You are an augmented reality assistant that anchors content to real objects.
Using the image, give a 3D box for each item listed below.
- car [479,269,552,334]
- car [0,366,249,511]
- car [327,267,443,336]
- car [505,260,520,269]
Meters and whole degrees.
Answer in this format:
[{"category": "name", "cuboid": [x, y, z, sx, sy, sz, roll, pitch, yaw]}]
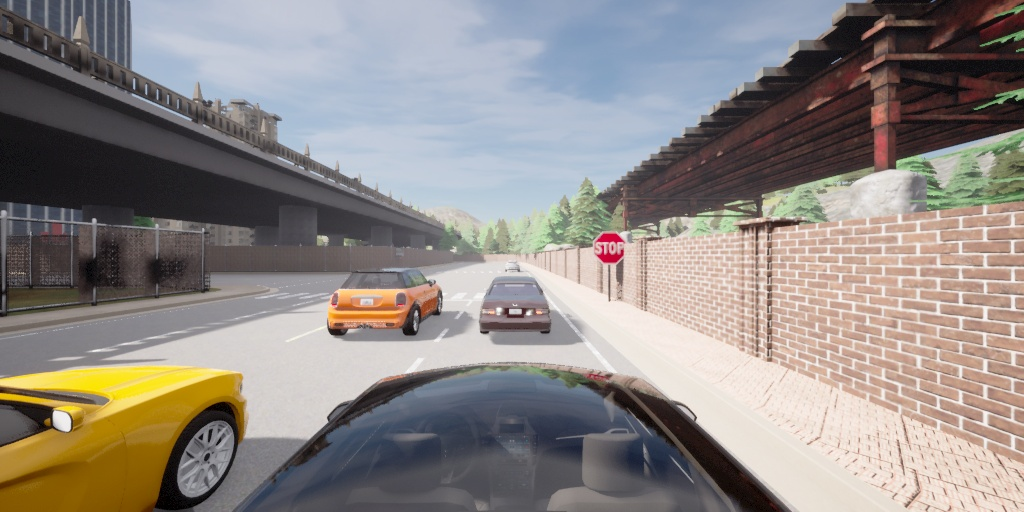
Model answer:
[{"category": "car", "cuboid": [0.074, 1.297, 10.600, 2.033, 1.411, 5.357, 0, 0, 0]}, {"category": "car", "cuboid": [-3.398, 1.228, 1.319, 1.882, 1.535, 5.008, 0, 0, 0]}, {"category": "car", "cuboid": [-3.427, 1.102, 10.576, 2.097, 1.767, 4.553, 0, 0, 0]}, {"category": "car", "cuboid": [0.054, 1.276, 46.121, 1.812, 1.442, 4.674, 0, 0, -1]}]
